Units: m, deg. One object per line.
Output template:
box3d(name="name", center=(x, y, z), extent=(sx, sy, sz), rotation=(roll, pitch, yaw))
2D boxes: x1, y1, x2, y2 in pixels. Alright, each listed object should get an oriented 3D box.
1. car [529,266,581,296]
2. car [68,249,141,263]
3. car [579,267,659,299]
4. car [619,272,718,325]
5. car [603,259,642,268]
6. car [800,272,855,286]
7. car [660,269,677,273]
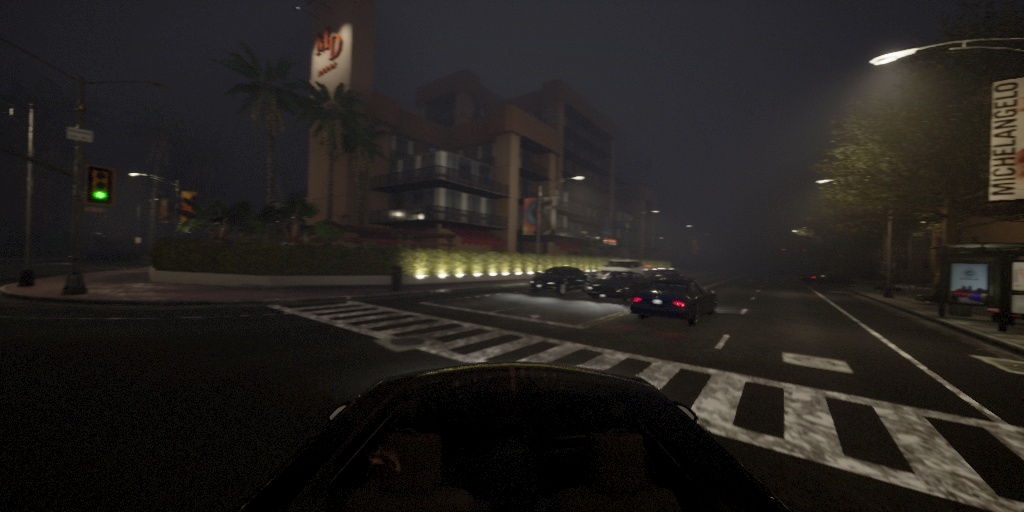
box3d(name="car", center=(2.849, 1.356, 20.608), extent=(1.837, 1.490, 4.892), rotation=(2, 0, 36))
box3d(name="car", center=(-40.954, -0.011, 36.307), extent=(2.033, 1.411, 5.357), rotation=(2, 0, -1))
box3d(name="car", center=(5.772, 1.492, 18.682), extent=(2.033, 1.411, 5.357), rotation=(2, 0, 36))
box3d(name="car", center=(5.966, 1.495, 12.900), extent=(2.033, 1.411, 5.357), rotation=(2, 0, 38))
box3d(name="car", center=(8.715, 1.266, 28.522), extent=(2.150, 2.045, 5.566), rotation=(2, 0, 37))
box3d(name="car", center=(34.411, 2.428, 39.157), extent=(5.357, 1.411, 2.033), rotation=(2, 0, -9))
box3d(name="car", center=(11.240, 1.689, 26.072), extent=(1.994, 1.385, 4.181), rotation=(2, 0, 36))
